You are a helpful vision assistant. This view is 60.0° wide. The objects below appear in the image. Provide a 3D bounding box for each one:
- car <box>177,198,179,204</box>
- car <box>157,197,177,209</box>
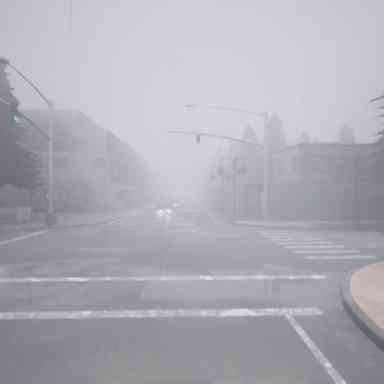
[{"bbox_3d":[-3.532,1.603,63.660,1.994,1.385,4.181,0,0,1],"label":"car"},{"bbox_3d":[-3.586,1.519,45.012,2.128,1.511,4.902,0,0,0],"label":"car"}]
